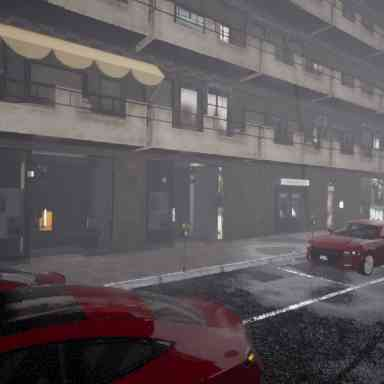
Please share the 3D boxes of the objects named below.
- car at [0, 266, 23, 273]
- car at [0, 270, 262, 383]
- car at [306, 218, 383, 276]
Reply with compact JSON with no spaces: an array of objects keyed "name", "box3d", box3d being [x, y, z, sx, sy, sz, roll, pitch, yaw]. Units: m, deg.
[{"name":"car","box3d":[-3.607,1.582,3.973,4.206,1.307,1.802,0,1,-35]},{"name":"car","box3d":[-1.517,1.526,2.299,4.674,1.442,1.812,0,0,-35]},{"name":"car","box3d":[5.436,1.548,10.401,4.507,1.381,1.887,0,1,-35]}]
